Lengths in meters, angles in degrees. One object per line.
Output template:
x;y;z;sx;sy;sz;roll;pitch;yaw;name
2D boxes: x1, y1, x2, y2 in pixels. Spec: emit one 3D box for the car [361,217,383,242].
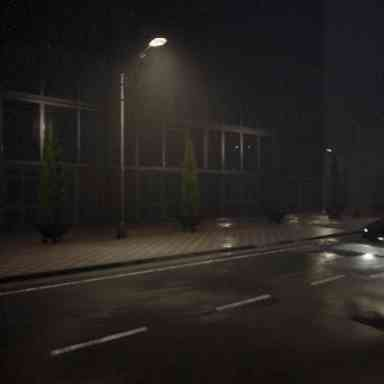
10.016;1.552;15.353;5.357;1.411;2.033;0;0;-35;car
